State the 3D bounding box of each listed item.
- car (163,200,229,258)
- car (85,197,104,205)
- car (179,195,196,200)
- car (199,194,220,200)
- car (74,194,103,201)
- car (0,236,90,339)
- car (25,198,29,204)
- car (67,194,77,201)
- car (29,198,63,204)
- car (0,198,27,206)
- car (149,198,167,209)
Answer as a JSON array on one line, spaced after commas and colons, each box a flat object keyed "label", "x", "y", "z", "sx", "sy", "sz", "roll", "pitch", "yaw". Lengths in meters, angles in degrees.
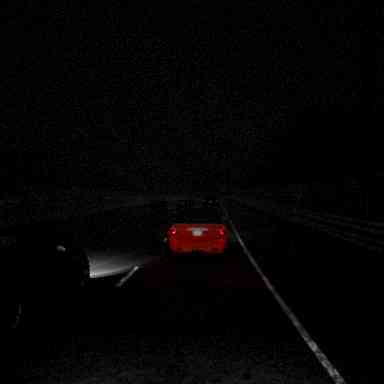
[{"label": "car", "x": 0.329, "y": 1.376, "z": 13.064, "sx": 2.097, "sy": 1.767, "sz": 4.553, "roll": 0, "pitch": 0, "yaw": 4}, {"label": "car", "x": -17.467, "y": 1.583, "z": 60.002, "sx": 1.812, "sy": 1.442, "sz": 4.674, "roll": 0, "pitch": 0, "yaw": 4}, {"label": "car", "x": -0.981, "y": 1.556, "z": 44.765, "sx": 2.128, "sy": 1.511, "sz": 4.902, "roll": 0, "pitch": 0, "yaw": 4}, {"label": "car", "x": 2.511, "y": 1.303, "z": 44.513, "sx": 2.150, "sy": 2.045, "sz": 5.566, "roll": 0, "pitch": 0, "yaw": 4}, {"label": "car", "x": -14.770, "y": 1.504, "z": 48.654, "sx": 2.128, "sy": 1.511, "sz": 4.902, "roll": 0, "pitch": 0, "yaw": 4}, {"label": "car", "x": -3.625, "y": 1.559, "z": 6.612, "sx": 1.994, "sy": 1.385, "sz": 4.181, "roll": 0, "pitch": 0, "yaw": 4}, {"label": "car", "x": -22.111, "y": 1.524, "z": 44.292, "sx": 2.033, "sy": 1.411, "sz": 5.357, "roll": 0, "pitch": 0, "yaw": 5}, {"label": "car", "x": -20.957, "y": 1.215, "z": 60.247, "sx": 1.837, "sy": 1.490, "sz": 4.892, "roll": 0, "pitch": 0, "yaw": 4}, {"label": "car", "x": -18.676, "y": 1.468, "z": 43.412, "sx": 1.882, "sy": 1.535, "sz": 5.008, "roll": 0, "pitch": 0, "yaw": 4}, {"label": "car", "x": -16.276, "y": 1.505, "z": 27.830, "sx": 1.812, "sy": 1.442, "sz": 4.674, "roll": 0, "pitch": 0, "yaw": 4}, {"label": "car", "x": -4.472, "y": 1.528, "z": 45.011, "sx": 1.882, "sy": 1.535, "sz": 5.008, "roll": 0, "pitch": 0, "yaw": 4}]
